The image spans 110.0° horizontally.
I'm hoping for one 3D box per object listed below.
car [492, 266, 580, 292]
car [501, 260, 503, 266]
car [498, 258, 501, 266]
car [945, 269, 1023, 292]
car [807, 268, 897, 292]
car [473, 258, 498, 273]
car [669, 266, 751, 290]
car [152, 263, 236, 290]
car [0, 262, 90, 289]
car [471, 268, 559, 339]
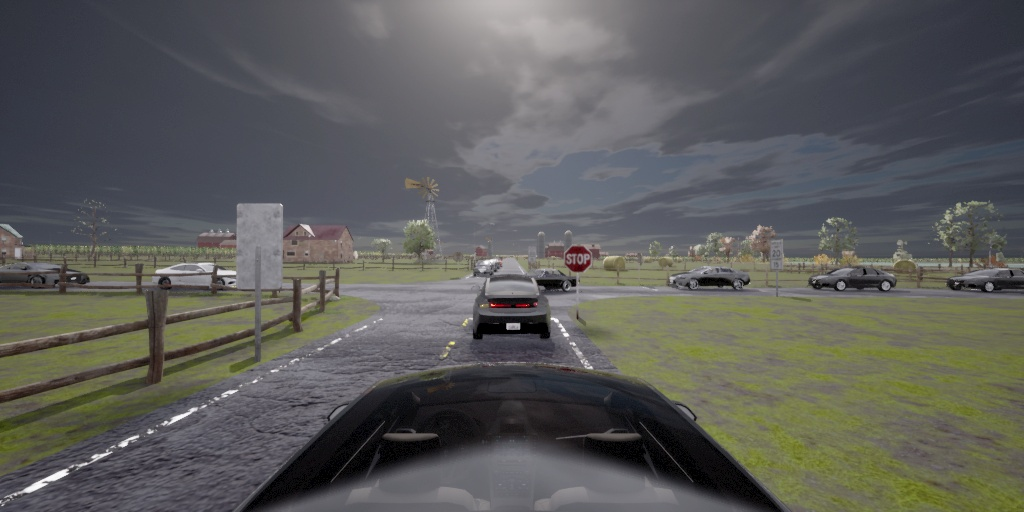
[{"bbox_3d":[1.499,1.369,20.108,4.718,1.301,1.895,1,0,-35],"label":"car"},{"bbox_3d":[-2.823,1.240,55.736,2.128,1.511,4.902,0,0,0],"label":"car"},{"bbox_3d":[-2.854,1.241,46.194,2.128,1.511,4.902,0,0,0],"label":"car"},{"bbox_3d":[31.701,1.586,23.630,4.892,1.490,1.837,1,-1,-1],"label":"car"},{"bbox_3d":[22.199,1.499,23.508,4.892,1.490,1.837,1,-1,-1],"label":"car"},{"bbox_3d":[-2.860,1.243,36.748,2.128,1.511,4.902,0,0,0],"label":"car"},{"bbox_3d":[12.797,1.396,23.337,4.902,1.511,2.128,1,-1,-2],"label":"car"},{"bbox_3d":[-17.244,1.104,20.018,4.674,1.442,1.812,1,-1,-1],"label":"car"},{"bbox_3d":[-26.364,1.048,19.895,4.181,1.385,1.994,1,-1,-1],"label":"car"},{"bbox_3d":[-0.075,1.256,10.062,1.837,1.490,4.892,0,0,-2],"label":"car"}]
